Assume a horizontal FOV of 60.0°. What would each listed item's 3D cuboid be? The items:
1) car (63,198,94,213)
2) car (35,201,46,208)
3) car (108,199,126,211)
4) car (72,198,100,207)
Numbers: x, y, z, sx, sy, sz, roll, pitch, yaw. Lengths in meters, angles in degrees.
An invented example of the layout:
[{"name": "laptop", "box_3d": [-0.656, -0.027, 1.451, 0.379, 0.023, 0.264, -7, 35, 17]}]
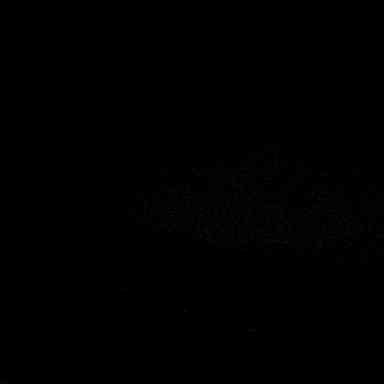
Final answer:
[{"name": "car", "box_3d": [-13.170, 1.579, 38.679, 1.812, 1.442, 4.674, 0, 0, 11]}, {"name": "car", "box_3d": [-21.198, 1.670, 50.132, 1.895, 1.301, 4.718, 0, 0, 18]}, {"name": "car", "box_3d": [-8.852, 1.620, 41.695, 1.994, 1.385, 4.181, 0, 0, 14]}, {"name": "car", "box_3d": [-16.645, 1.637, 52.484, 1.994, 1.385, 4.181, 0, 0, 21]}]
